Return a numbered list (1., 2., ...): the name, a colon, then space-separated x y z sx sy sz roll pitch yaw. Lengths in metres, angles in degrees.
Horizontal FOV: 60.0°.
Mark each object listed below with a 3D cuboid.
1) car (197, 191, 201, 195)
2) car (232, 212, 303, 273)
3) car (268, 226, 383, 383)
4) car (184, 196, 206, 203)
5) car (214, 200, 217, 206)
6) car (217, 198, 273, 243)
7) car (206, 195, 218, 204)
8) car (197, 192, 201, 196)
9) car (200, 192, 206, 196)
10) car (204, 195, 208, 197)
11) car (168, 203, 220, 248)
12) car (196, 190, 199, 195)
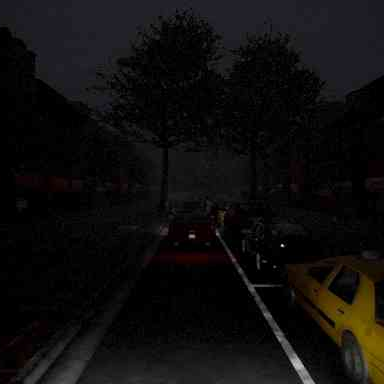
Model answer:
1. car: 2.637 1.176 77.133 1.752 1.417 4.829 0 0 0
2. car: 2.631 1.543 10.404 2.008 1.369 4.403 0 0 0
3. car: 2.631 1.523 5.025 1.752 1.417 4.829 0 0 0
4. car: 0.000 1.429 29.649 1.882 1.535 5.008 0 0 0
5. car: 2.633 1.494 21.666 1.752 1.417 4.829 0 0 0
6. car: 2.631 1.299 15.948 2.192 1.841 5.009 0 0 0
7. car: 2.633 1.372 32.590 1.967 1.590 4.097 0 0 0
8. car: 2.637 1.265 71.418 1.947 1.339 4.313 0 0 0
9. car: 2.750 1.203 49.881 2.097 1.767 4.553 0 0 0
10. car: 2.633 1.349 38.137 1.967 1.590 4.097 0 0 0
11. car: 0.000 1.472 14.650 1.882 1.535 5.008 0 0 0
12. car: 2.637 0.919 82.507 2.192 1.841 5.009 0 0 0
